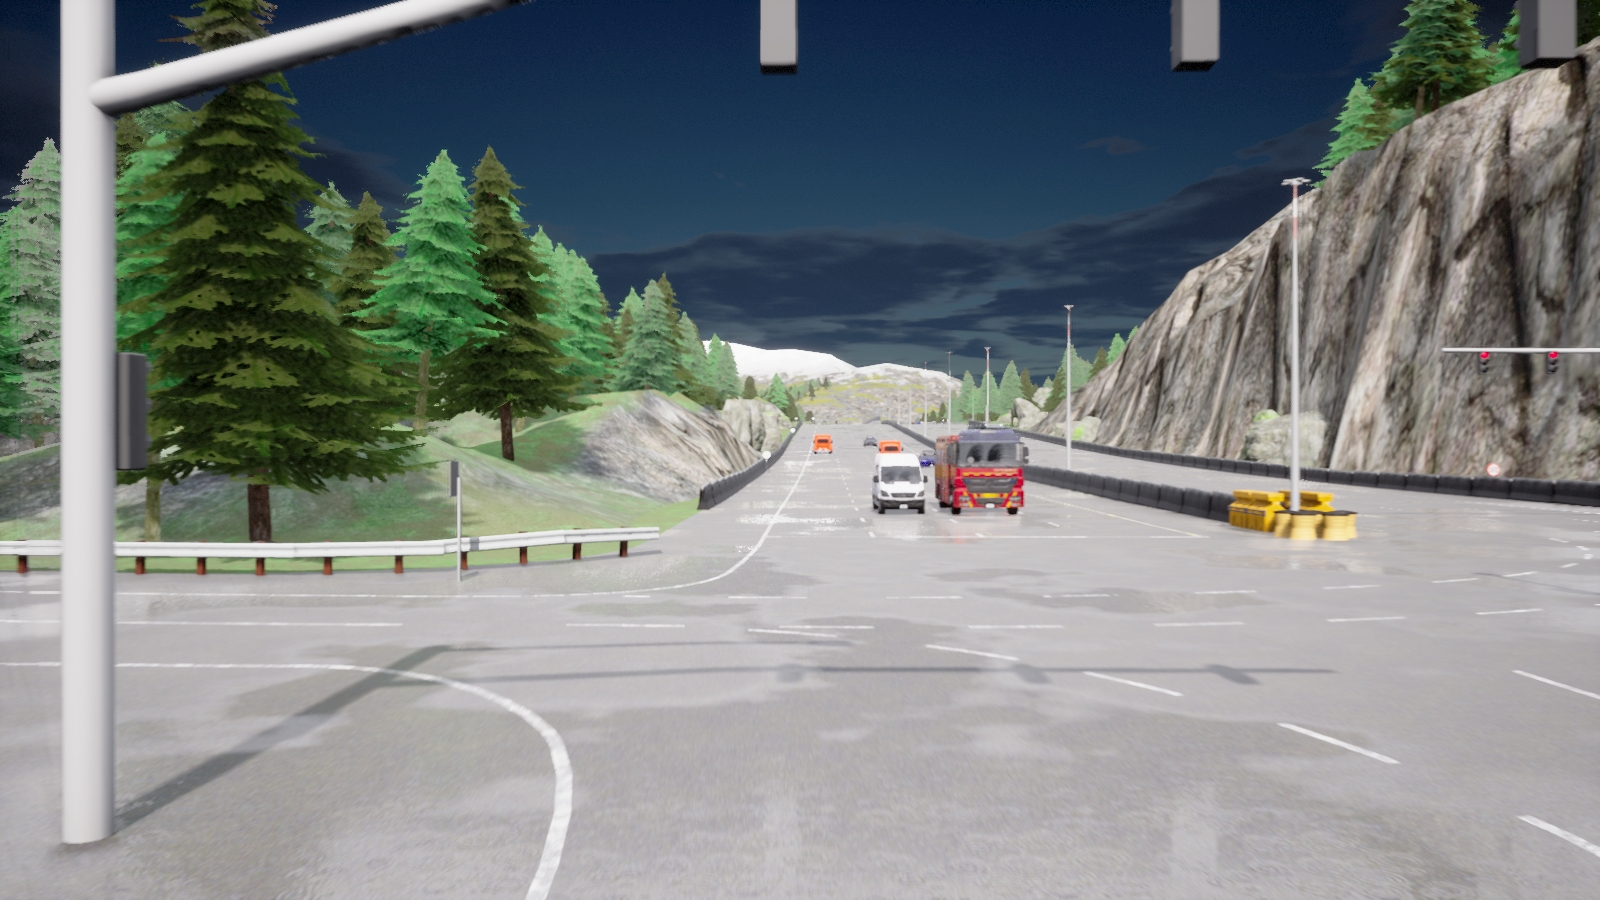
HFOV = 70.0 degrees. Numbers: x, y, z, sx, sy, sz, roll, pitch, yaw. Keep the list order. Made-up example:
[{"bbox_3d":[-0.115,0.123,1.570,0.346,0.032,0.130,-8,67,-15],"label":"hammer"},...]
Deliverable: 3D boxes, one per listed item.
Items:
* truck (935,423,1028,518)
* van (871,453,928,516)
[{"bbox_3d":[7.824,0.810,50.290,2.891,3.827,8.468,0,0,1],"label":"truck"},{"bbox_3d":[4.316,1.457,50.443,1.988,2.561,5.915,0,0,0],"label":"van"}]
